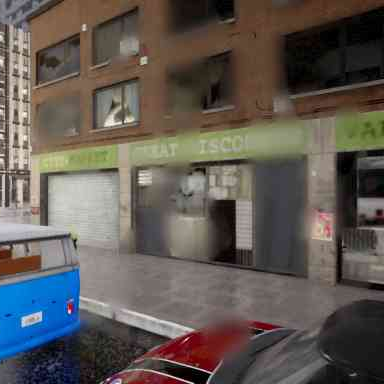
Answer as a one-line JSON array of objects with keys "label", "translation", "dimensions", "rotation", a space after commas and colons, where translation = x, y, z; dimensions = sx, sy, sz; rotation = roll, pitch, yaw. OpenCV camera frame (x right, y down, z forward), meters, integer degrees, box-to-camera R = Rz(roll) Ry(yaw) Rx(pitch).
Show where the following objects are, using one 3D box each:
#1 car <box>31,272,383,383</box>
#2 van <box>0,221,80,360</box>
[{"label": "car", "translation": [1.147, 1.440, 1.909], "dimensions": [4.097, 1.590, 1.967], "rotation": [0, 0, 35]}, {"label": "van", "translation": [-3.492, 1.343, 5.204], "dimensions": [3.998, 1.788, 1.690], "rotation": [0, 0, 35]}]
